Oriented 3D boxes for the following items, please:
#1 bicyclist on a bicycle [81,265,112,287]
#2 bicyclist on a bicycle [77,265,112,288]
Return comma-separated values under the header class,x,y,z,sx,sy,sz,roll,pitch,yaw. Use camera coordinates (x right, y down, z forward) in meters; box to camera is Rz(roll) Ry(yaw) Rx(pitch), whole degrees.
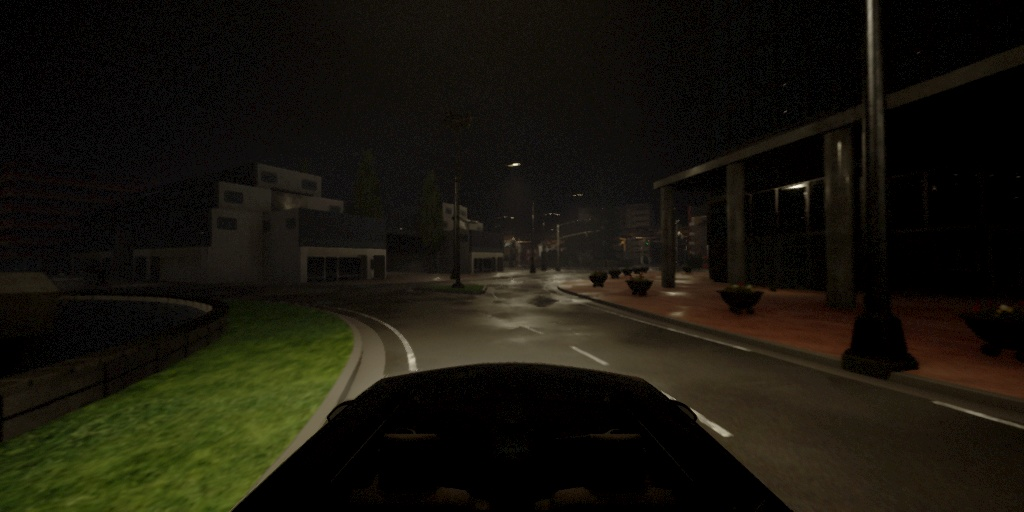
class,x,y,z,sx,sy,sz,roll,pitch,yaw
bicyclist on a bicycle,-30.950,1.509,26.827,0.582,1.620,1.656,-2,-1,6
bicyclist on a bicycle,-31.238,1.494,26.871,0.582,1.620,1.656,-2,-1,7
